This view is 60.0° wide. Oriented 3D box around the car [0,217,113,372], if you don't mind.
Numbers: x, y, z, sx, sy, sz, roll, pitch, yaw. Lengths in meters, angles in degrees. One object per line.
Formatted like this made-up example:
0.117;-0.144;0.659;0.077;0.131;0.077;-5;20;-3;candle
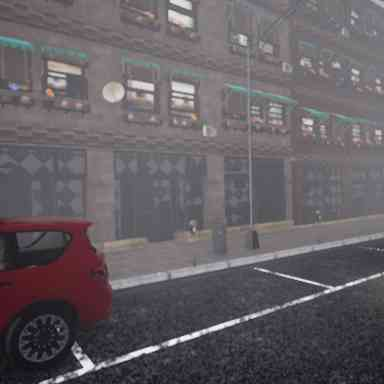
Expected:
-3.484;1.323;4.104;5.009;1.841;2.192;-1;0;-35;car
